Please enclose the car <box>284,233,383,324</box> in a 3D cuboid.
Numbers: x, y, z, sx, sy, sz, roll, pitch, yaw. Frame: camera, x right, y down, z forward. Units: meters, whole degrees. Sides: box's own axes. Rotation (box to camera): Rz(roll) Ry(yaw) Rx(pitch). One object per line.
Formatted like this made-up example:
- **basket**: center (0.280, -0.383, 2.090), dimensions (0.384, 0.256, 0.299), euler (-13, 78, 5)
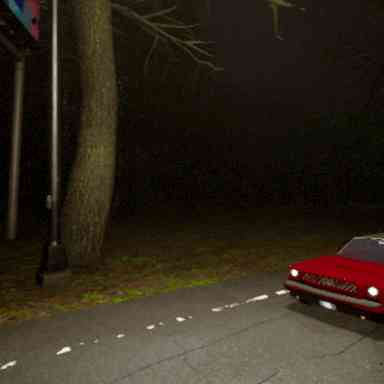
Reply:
- **car**: center (4.084, 1.603, 6.909), dimensions (4.718, 1.301, 1.895), euler (0, 0, -36)
